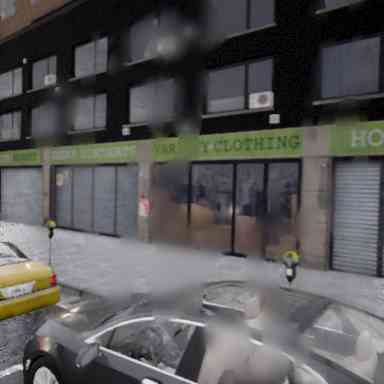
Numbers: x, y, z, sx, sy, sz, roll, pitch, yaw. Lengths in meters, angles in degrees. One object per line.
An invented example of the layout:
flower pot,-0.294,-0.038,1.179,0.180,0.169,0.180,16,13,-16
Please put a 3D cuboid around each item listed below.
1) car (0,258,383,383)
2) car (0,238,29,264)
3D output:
car,0.219,1.519,2.941,4.403,1.369,2.008,1,2,36
car,-4.453,1.374,6.299,4.829,1.417,1.752,1,2,36
